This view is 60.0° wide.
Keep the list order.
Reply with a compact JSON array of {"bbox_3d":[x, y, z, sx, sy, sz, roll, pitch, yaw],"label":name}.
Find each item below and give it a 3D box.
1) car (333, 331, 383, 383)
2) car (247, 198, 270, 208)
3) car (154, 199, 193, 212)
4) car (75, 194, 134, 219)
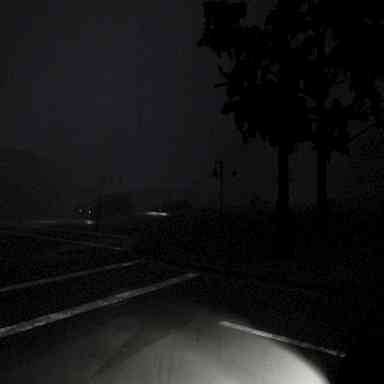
[{"bbox_3d":[2.968,1.564,1.857,4.181,1.385,1.994,0,0,36],"label":"car"},{"bbox_3d":[9.884,1.547,49.548,2.033,1.411,5.357,0,0,32],"label":"car"},{"bbox_3d":[-1.989,1.547,38.486,2.033,1.411,5.357,0,0,34],"label":"car"},{"bbox_3d":[-7.737,1.222,29.985,2.150,2.045,5.566,0,0,35],"label":"car"}]
